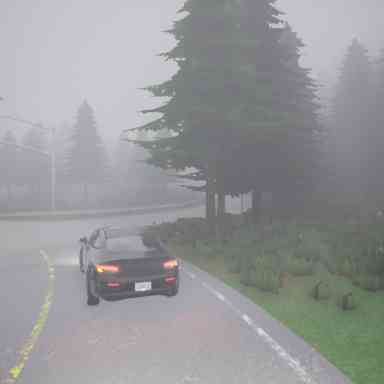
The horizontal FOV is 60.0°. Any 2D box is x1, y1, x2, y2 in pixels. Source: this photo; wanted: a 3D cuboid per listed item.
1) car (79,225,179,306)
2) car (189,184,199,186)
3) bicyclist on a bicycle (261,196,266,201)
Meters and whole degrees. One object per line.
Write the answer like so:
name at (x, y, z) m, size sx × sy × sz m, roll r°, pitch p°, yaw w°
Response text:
car at (-1.683, 1.526, 8.115) m, size 1.812 × 1.442 × 4.674 m, roll 0°, pitch 0°, yaw -21°
car at (0.576, -1.747, 69.734) m, size 1.994 × 1.385 × 4.181 m, roll 0°, pitch 5°, yaw -5°
bicyclist on a bicycle at (6.311, 0.894, 30.393) m, size 1.656 × 1.620 × 0.582 m, roll -13°, pitch -4°, yaw 35°
